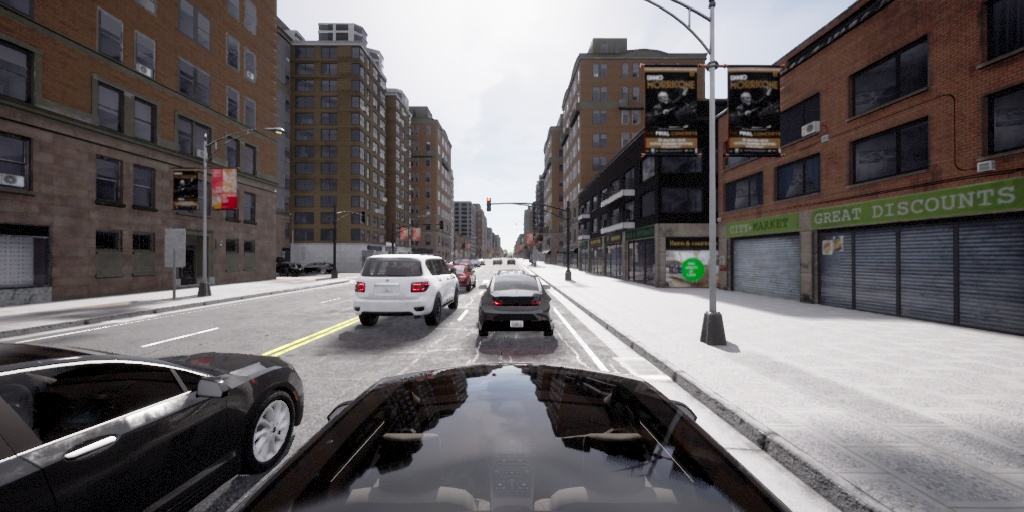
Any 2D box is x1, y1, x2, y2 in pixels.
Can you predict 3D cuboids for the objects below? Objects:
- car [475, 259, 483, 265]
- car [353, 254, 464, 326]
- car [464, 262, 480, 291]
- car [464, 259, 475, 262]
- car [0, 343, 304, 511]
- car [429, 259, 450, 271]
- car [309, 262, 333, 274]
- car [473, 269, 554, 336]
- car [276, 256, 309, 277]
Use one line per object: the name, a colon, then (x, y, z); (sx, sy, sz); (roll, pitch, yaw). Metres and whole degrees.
car: (-6.693, 1.300, 62.638); (1.812, 1.442, 4.674); (0, 0, 0)
car: (-3.173, 0.972, 11.856); (2.150, 2.045, 5.566); (0, 0, 1)
car: (-3.248, 1.277, 21.556); (1.812, 1.442, 4.674); (0, 0, 0)
car: (-6.694, 1.242, 49.715); (1.882, 1.535, 5.008); (0, 0, 0)
car: (-3.153, 1.255, 1.903); (1.837, 1.490, 4.892); (0, 0, 0)
car: (-9.940, 1.242, 49.738); (1.882, 1.535, 5.008); (0, 0, 0)
car: (-22.227, 1.344, 40.689); (4.313, 1.339, 1.948); (0, 0, 0)
car: (0.085, 1.255, 10.348); (1.837, 1.490, 4.892); (0, 0, 0)
car: (-23.555, 0.971, 35.212); (5.566, 2.045, 2.150); (0, 0, 0)
